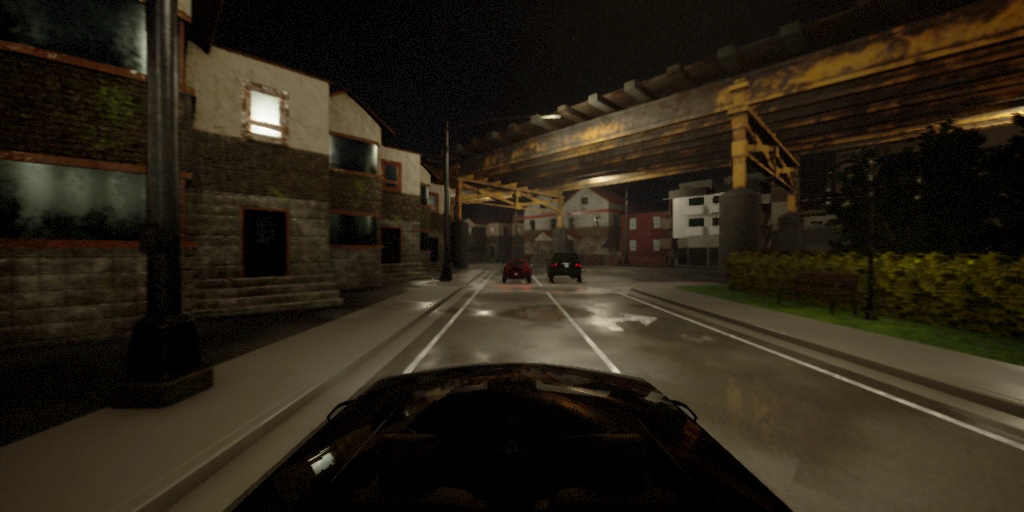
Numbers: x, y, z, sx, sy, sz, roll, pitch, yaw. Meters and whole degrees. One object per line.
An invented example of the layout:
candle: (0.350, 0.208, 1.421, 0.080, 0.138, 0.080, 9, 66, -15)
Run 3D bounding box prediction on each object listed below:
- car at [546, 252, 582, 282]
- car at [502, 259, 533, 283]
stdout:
car: (3.693, 0.711, 25.741, 2.150, 2.045, 5.566, 0, 0, 4)
car: (0.438, 0.975, 25.266, 1.882, 1.535, 5.008, 0, 0, 5)
